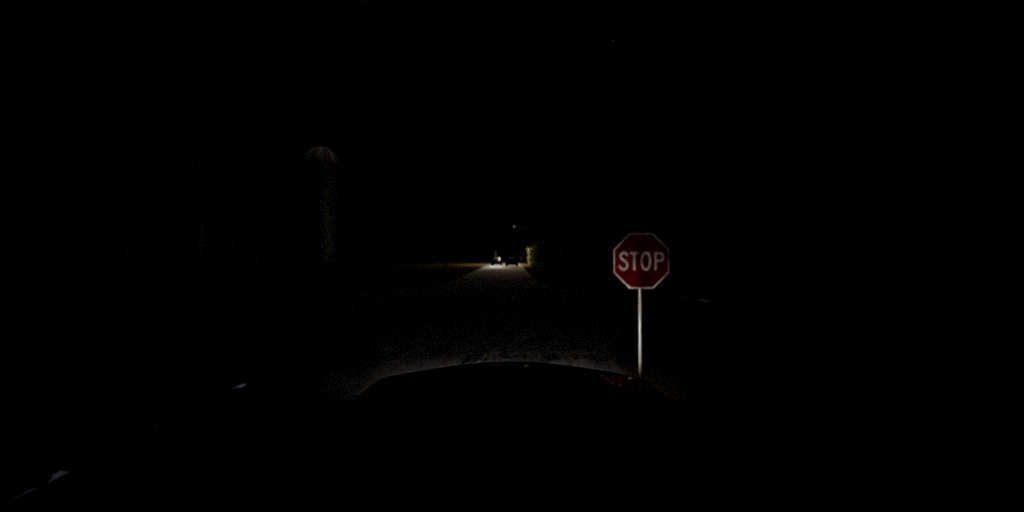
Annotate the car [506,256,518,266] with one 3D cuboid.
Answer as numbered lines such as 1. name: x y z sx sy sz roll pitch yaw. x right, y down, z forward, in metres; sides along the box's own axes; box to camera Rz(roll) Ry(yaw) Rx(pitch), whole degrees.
1. car: -0.043 0.862 61.758 2.097 1.767 4.553 0 0 0
